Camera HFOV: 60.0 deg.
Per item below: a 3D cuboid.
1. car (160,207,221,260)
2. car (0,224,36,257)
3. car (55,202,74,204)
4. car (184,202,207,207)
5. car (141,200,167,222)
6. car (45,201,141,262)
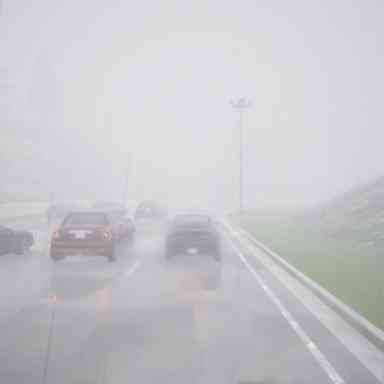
[{"bbox_3d":[0.044,1.545,12.592,1.837,1.490,4.892,0,0,0],"label":"car"},{"bbox_3d":[-6.977,1.581,10.391,2.033,1.411,5.357,0,0,1],"label":"car"},{"bbox_3d":[-10.334,1.578,27.562,2.128,1.511,4.902,0,0,2],"label":"car"},{"bbox_3d":[0.239,1.613,28.239,1.812,1.442,4.674,0,0,4],"label":"car"},{"bbox_3d":[-3.302,1.437,27.480,2.097,1.767,4.553,0,0,3],"label":"car"},{"bbox_3d":[-3.456,1.391,12.479,2.097,1.767,4.553,0,0,0],"label":"car"}]
